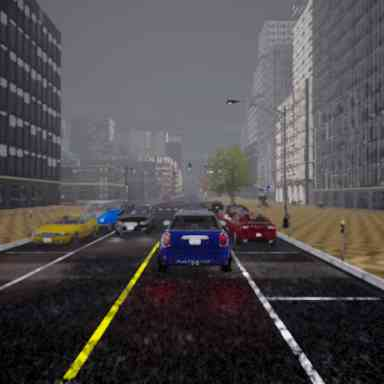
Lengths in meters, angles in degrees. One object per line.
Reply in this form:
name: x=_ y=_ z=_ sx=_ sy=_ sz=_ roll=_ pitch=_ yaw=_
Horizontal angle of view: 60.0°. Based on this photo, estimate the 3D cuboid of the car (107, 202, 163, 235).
car: x=-3.098 y=1.558 z=19.203 sx=2.128 sy=1.511 sz=4.902 roll=0 pitch=0 yaw=0

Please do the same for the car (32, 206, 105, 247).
car: x=-5.685 y=1.579 z=15.479 sx=1.752 sy=1.417 sz=4.829 roll=0 pitch=0 yaw=0

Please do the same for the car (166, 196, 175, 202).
car: x=-5.675 y=1.852 z=86.936 sx=2.008 sy=1.369 sz=4.403 roll=0 pitch=0 yaw=0

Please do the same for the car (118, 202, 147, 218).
car: x=-5.682 y=1.677 z=32.267 sx=1.947 sy=1.339 sz=4.313 roll=0 pitch=0 yaw=0

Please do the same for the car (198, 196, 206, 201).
car: x=2.705 y=1.872 z=92.488 sx=2.008 sy=1.369 sz=4.403 roll=0 pitch=0 yaw=0

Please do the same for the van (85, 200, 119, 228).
van: x=-5.682 y=1.414 z=21.189 sx=1.690 sy=1.788 sz=3.998 roll=0 pitch=0 yaw=0

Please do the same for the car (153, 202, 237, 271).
car: x=0.090 y=1.390 z=11.192 sx=2.097 sy=1.767 sz=4.553 roll=0 pitch=0 yaw=0

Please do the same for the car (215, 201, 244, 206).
car: x=2.697 y=1.514 z=21.188 sx=1.967 sy=1.590 sz=4.097 roll=0 pitch=0 yaw=0

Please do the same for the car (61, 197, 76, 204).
car: x=-22.806 y=1.541 z=59.210 sx=4.206 sy=1.307 sz=1.802 roll=1 pitch=-1 yaw=-1

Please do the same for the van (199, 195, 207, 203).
van: x=2.705 y=1.624 z=81.387 sx=1.690 sy=1.788 sz=3.998 roll=0 pitch=0 yaw=0

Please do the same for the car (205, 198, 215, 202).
car: x=2.699 y=1.697 z=37.806 sx=1.947 sy=1.339 sz=4.313 roll=0 pitch=0 yaw=0

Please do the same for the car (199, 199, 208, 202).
car: x=0.100 y=1.649 z=29.206 sx=2.033 sy=1.411 sz=5.357 roll=0 pitch=0 yaw=0

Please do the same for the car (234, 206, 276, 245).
car: x=2.696 y=1.600 z=15.649 sx=1.887 sy=1.381 sz=4.507 roll=0 pitch=0 yaw=0

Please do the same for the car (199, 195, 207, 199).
car: x=2.704 y=1.789 z=76.005 sx=1.752 sy=1.417 sz=4.829 roll=0 pitch=0 yaw=0

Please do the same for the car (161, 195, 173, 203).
car: x=-5.677 y=1.825 z=70.282 sx=1.802 sy=1.307 sz=4.206 roll=0 pitch=0 yaw=0
